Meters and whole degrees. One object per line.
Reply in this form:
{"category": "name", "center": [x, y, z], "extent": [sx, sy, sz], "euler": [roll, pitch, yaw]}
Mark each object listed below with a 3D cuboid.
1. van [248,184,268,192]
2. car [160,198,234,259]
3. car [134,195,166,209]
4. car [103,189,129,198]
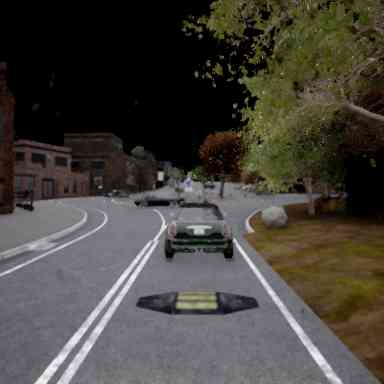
{"category": "van", "center": [18.828, -0.692, 92.854], "extent": [4.442, 1.987, 1.878], "euler": [0, 2, 2]}
{"category": "car", "center": [0.227, 1.128, 11.833], "extent": [2.097, 1.767, 4.553], "euler": [0, 1, 0]}
{"category": "car", "center": [-2.996, 0.892, 31.521], "extent": [4.718, 1.301, 1.895], "euler": [-2, -1, 10]}
{"category": "car", "center": [-11.730, 0.293, 51.431], "extent": [1.994, 1.385, 4.181], "euler": [0, 0, 36]}
